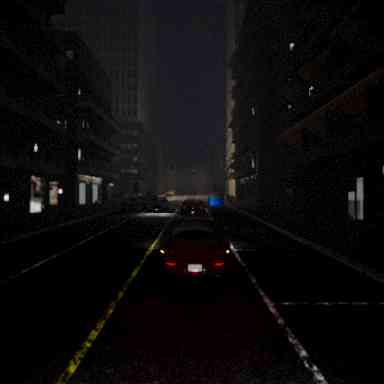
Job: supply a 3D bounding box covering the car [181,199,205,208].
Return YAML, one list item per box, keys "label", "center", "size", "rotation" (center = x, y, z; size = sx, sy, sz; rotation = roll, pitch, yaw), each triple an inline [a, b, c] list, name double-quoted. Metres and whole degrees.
- label: "car"
  center: [0.066, 1.251, 27.971]
  size: [1.895, 1.301, 4.718]
  rotation: [0, 1, 0]

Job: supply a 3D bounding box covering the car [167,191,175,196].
- label: "car"
  center: [-5.760, 0.434, 91.850]
  size: [1.802, 1.307, 4.206]
  rotation: [1, 1, 0]

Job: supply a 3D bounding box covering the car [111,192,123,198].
- label: "car"
  center: [-16.555, 0.612, 70.846]
  size: [4.097, 1.590, 1.967]
  rotation: [0, 0, 0]

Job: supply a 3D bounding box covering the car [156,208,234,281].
- label: "car"
  center: [0.073, 1.407, 9.348]
  size: [1.812, 1.442, 4.674]
  rotation: [0, 1, 0]

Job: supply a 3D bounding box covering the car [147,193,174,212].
- label: "car"
  center: [-3.128, 1.146, 32.076]
  size: [2.033, 1.411, 5.357]
  rotation: [0, 1, 0]

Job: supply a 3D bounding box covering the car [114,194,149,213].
- label: "car"
  center: [-5.672, 1.156, 31.591]
  size: [2.008, 1.369, 4.403]
  rotation: [1, 1, 0]

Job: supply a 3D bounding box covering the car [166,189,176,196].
- label: "car"
  center: [-5.752, 0.362, 86.274]
  size: [1.967, 1.590, 4.097]
  rotation: [1, 1, 0]

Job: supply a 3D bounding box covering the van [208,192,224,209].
- label: "van"
  center: [2.674, 0.876, 37.189]
  size: [1.690, 1.788, 3.998]
  rotation: [1, 1, 0]
